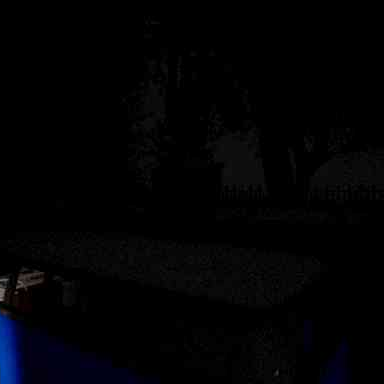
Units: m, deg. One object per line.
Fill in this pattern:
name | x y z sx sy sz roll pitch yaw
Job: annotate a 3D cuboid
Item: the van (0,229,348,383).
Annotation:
van | -0.649 1.341 3.174 3.998 1.788 1.690 0 0 35
